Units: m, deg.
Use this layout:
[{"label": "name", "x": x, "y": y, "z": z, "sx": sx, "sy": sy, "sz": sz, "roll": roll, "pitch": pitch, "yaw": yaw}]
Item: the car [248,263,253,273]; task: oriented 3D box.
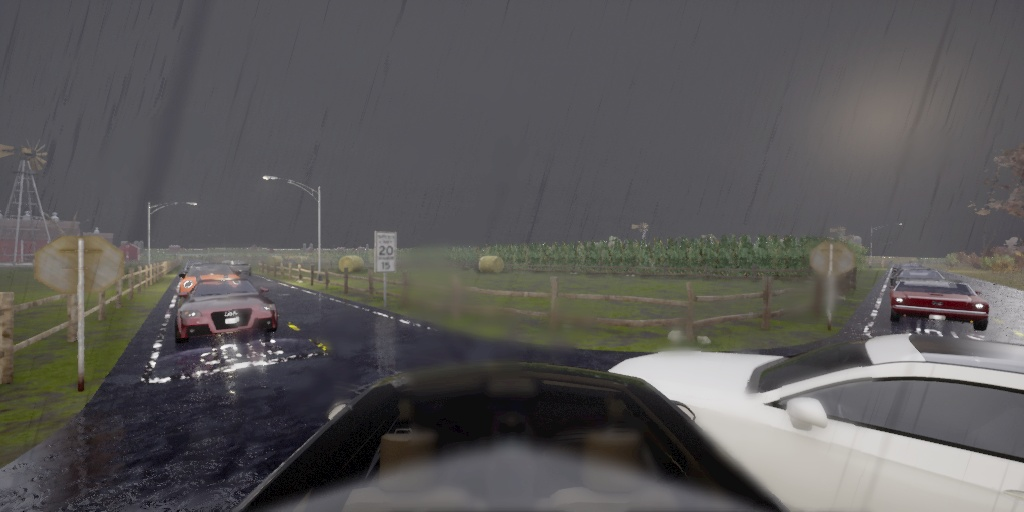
[{"label": "car", "x": -27.102, "y": 1.284, "z": 35.616, "sx": 2.128, "sy": 1.511, "sz": 4.902, "roll": 0, "pitch": 0, "yaw": -42}]

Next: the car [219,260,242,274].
[{"label": "car", "x": -33.848, "y": 1.306, "z": 43.051, "sx": 1.837, "sy": 1.490, "sz": 4.892, "roll": 0, "pitch": 0, "yaw": -42}]

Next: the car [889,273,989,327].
[{"label": "car", "x": 13.479, "y": 1.399, "z": 11.516, "sx": 4.718, "sy": 1.301, "sz": 1.895, "roll": 0, "pitch": 1, "yaw": -43}]

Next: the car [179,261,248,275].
[{"label": "car", "x": -13.772, "y": 1.140, "z": 16.432, "sx": 2.097, "sy": 1.767, "sz": 4.553, "roll": 0, "pitch": 0, "yaw": -42}]

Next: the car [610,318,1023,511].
[{"label": "car", "x": 2.831, "y": 1.294, "z": 2.418, "sx": 1.812, "sy": 1.442, "sz": 4.674, "roll": 0, "pitch": 1, "yaw": -44}]

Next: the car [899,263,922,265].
[{"label": "car", "x": 27.268, "y": 1.403, "z": 24.381, "sx": 4.181, "sy": 1.385, "sz": 1.994, "roll": 0, "pitch": 1, "yaw": -43}]

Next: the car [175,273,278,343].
[{"label": "car", "x": -7.974, "y": 1.355, "z": 9.968, "sx": 1.994, "sy": 1.385, "sz": 4.181, "roll": 0, "pitch": 0, "yaw": -43}]

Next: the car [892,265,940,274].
[{"label": "car", "x": 20.535, "y": 1.365, "z": 18.103, "sx": 5.357, "sy": 1.411, "sz": 2.033, "roll": 0, "pitch": 1, "yaw": -43}]
